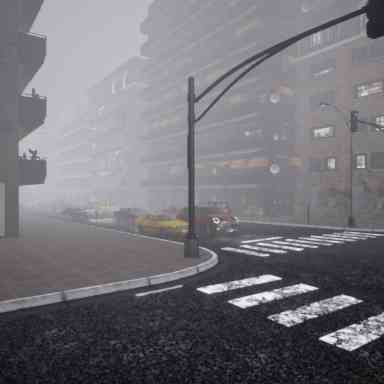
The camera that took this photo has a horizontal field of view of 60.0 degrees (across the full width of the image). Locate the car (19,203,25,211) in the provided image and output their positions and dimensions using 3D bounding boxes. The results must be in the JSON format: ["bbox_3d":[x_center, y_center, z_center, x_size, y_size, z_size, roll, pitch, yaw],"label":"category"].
[{"bbox_3d":[-31.946,2.769,61.283,1.887,1.381,4.507,-1,0,-36],"label":"car"}]

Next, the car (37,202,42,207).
[{"bbox_3d":[-35.236,3.049,79.980,1.887,1.381,4.507,-1,0,-36],"label":"car"}]

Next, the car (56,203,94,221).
[{"bbox_3d":[-11.940,2.163,33.814,1.887,1.381,4.507,-1,0,-36],"label":"car"}]

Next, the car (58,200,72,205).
[{"bbox_3d":[-19.605,2.530,54.197,2.033,1.411,5.357,0,-1,-36],"label":"car"}]

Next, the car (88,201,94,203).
[{"bbox_3d":[-16.464,2.307,55.000,2.097,1.767,4.553,0,-1,-36],"label":"car"}]

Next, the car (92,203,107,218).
[{"bbox_3d":[-11.878,2.276,38.168,1.895,1.301,4.718,0,-1,-36],"label":"car"}]

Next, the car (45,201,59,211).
[{"bbox_3d":[-25.285,2.755,61.994,1.895,1.301,4.718,0,-1,-36],"label":"car"}]

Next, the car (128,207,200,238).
[{"bbox_3d":[-1.837,1.833,19.942,1.752,1.417,4.829,-1,0,-36],"label":"car"}]

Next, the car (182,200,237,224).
[{"bbox_3d":[1.433,1.713,29.622,2.192,1.841,5.009,-1,0,-36],"label":"car"}]

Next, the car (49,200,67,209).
[{"bbox_3d":[-28.574,2.623,70.824,2.192,1.841,5.009,-1,0,-36],"label":"car"}]

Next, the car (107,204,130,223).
[{"bbox_3d":[-5.141,2.017,28.901,2.033,1.411,5.357,0,-1,-36],"label":"car"}]

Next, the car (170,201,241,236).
[{"bbox_3d":[0.891,1.635,20.630,2.097,1.767,4.553,0,-1,-36],"label":"car"}]

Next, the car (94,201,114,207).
[{"bbox_3d":[-12.441,2.290,49.539,1.801,1.575,5.366,0,-1,-36],"label":"car"}]

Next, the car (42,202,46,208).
[{"bbox_3d":[-31.901,2.972,75.401,1.947,1.339,4.313,-1,0,-36],"label":"car"}]

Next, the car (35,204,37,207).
[{"bbox_3d":[-38.565,3.168,84.561,1.947,1.339,4.313,-1,0,-36],"label":"car"}]
